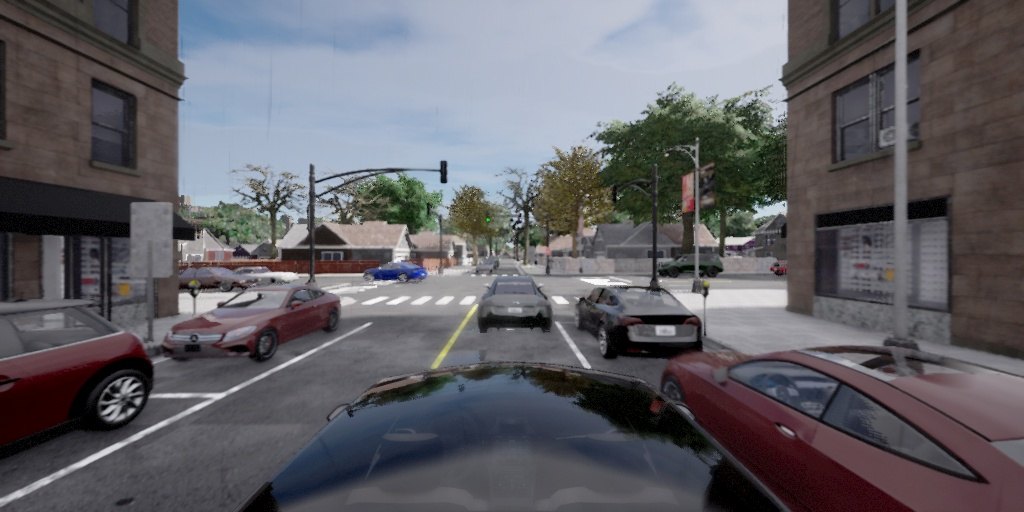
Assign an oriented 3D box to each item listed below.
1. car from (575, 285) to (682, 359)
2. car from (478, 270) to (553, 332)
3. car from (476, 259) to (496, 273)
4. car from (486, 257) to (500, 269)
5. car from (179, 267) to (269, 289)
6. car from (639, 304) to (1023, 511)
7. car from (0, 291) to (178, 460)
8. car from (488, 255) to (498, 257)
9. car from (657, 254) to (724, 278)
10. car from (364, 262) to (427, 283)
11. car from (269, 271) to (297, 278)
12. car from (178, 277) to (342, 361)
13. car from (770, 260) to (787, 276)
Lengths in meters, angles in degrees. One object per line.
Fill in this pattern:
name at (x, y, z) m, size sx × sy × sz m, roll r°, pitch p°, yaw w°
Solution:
car at (2.612, 1.306, 8.200) m, size 1.948 × 1.339 × 4.313 m, roll 0°, pitch 0°, yaw 0°
car at (0.063, 1.300, 10.851) m, size 1.994 × 1.385 × 4.181 m, roll 0°, pitch 0°, yaw 0°
car at (-3.259, 1.308, 42.749) m, size 1.895 × 1.301 × 4.718 m, roll 0°, pitch 0°, yaw 0°
car at (-3.257, 1.267, 52.794) m, size 1.994 × 1.385 × 4.181 m, roll 0°, pitch 0°, yaw 0°
car at (-17.888, 1.366, 21.149) m, size 5.357 × 1.411 × 2.033 m, roll 0°, pitch 0°, yaw -1°
car at (2.635, 1.331, 2.681) m, size 1.802 × 1.307 × 4.207 m, roll 0°, pitch 0°, yaw 0°
car at (-5.390, 1.187, 2.646) m, size 1.967 × 1.591 × 4.097 m, roll 0°, pitch 0°, yaw 0°
car at (-3.325, 0.921, 63.311) m, size 2.150 × 2.045 × 5.566 m, roll 0°, pitch 0°, yaw 0°
car at (15.359, 0.828, 31.227) m, size 5.566 × 2.045 × 2.150 m, roll 0°, pitch 0°, yaw -1°
car at (-8.927, 1.229, 27.370) m, size 5.008 × 1.535 × 1.882 m, roll 0°, pitch -1°, yaw 20°
car at (-17.292, 1.410, 24.402) m, size 4.718 × 1.301 × 1.895 m, roll 0°, pitch 0°, yaw -3°
car at (-5.414, 1.321, 8.165) m, size 1.802 × 1.307 × 4.207 m, roll 0°, pitch 0°, yaw 0°
car at (25.726, 0.772, 31.260) m, size 5.566 × 2.045 × 2.150 m, roll 0°, pitch 0°, yaw 0°
